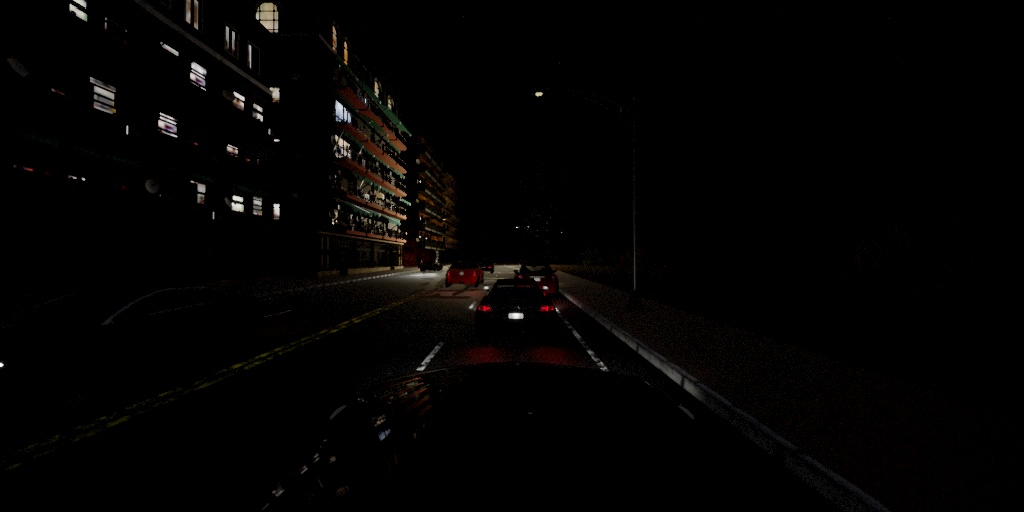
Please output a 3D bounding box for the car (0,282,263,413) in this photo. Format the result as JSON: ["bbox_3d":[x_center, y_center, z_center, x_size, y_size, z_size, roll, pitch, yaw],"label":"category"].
[{"bbox_3d":[-6.593,1.242,6.113,2.128,1.511,4.902,0,0,0],"label":"car"}]

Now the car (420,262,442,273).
[{"bbox_3d":[-9.783,1.355,43.618,1.895,1.301,4.718,0,0,0],"label":"car"}]

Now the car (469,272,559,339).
[{"bbox_3d":[0.108,1.316,10.055,1.994,1.385,4.181,0,0,1],"label":"car"}]

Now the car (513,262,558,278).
[{"bbox_3d":[1.164,1.104,18.634,2.097,1.767,4.553,0,0,0],"label":"car"}]

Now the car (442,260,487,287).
[{"bbox_3d":[-3.113,1.106,24.324,2.097,1.767,4.553,0,0,0],"label":"car"}]

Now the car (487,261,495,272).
[{"bbox_3d":[-3.081,1.301,42.651,2.033,1.411,5.357,0,0,0],"label":"car"}]
